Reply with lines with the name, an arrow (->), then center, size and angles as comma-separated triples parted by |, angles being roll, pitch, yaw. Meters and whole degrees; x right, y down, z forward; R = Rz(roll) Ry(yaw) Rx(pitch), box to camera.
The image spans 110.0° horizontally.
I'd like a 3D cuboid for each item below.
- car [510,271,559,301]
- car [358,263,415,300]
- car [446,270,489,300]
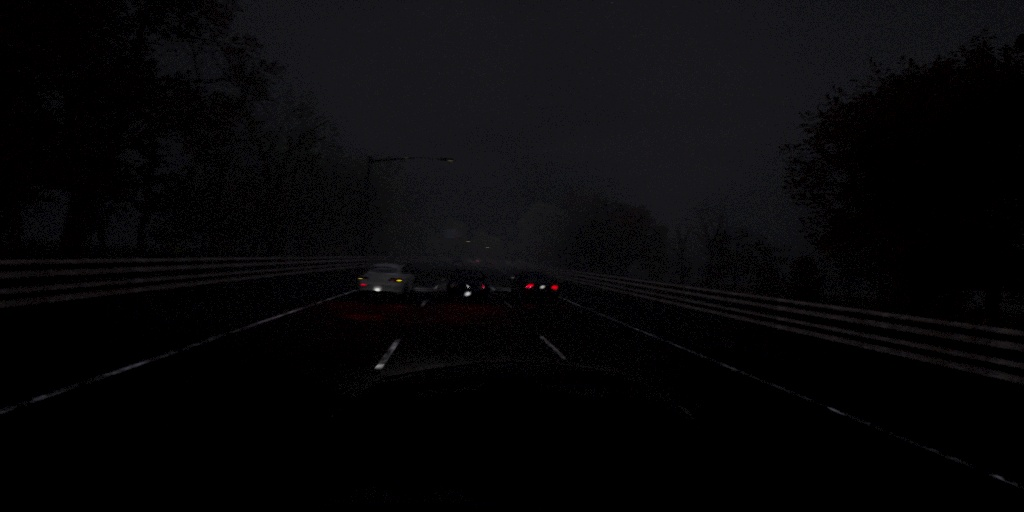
car -> 1.093, 1.517, 19.457 | 2.033, 1.411, 5.357 | 4, 0, -8
car -> -5.452, 1.032, 15.978 | 1.812, 1.442, 4.674 | 4, 0, -8
car -> -2.211, 1.336, 17.715 | 1.895, 1.301, 4.718 | 4, 0, -8
